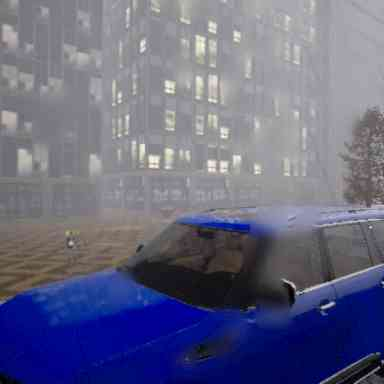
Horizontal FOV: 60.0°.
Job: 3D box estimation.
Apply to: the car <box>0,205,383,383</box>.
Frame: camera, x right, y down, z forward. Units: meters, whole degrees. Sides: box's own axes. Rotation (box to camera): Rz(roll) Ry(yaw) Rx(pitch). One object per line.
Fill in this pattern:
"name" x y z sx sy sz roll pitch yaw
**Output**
"car" 0.671 1.219 3.855 5.566 2.045 2.150 0 0 -35
